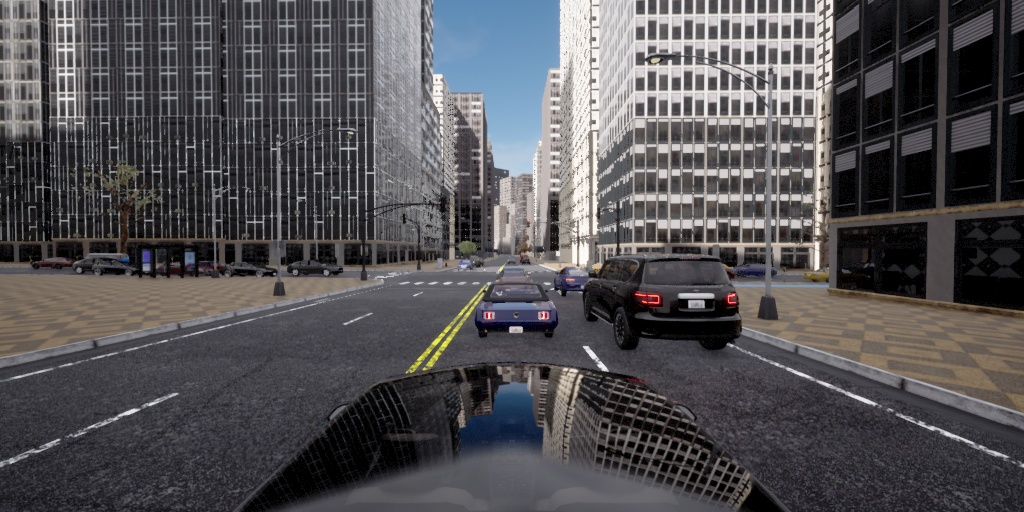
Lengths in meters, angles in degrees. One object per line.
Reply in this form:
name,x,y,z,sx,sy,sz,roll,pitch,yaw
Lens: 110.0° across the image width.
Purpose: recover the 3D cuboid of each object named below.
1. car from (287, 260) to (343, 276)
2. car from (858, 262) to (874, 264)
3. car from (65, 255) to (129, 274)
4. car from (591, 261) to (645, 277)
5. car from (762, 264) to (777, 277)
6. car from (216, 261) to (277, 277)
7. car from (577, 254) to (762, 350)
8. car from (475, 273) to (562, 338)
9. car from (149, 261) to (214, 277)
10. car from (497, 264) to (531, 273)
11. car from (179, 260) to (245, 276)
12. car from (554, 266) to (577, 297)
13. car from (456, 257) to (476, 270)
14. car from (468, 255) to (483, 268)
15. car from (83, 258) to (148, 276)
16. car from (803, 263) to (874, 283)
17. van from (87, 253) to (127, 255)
car,-18.472,1.108,33.765,4.892,1.490,1.837,1,1,1
car,35.658,1.382,36.105,4.553,1.767,2.097,0,1,1
car,-38.791,0.923,34.165,4.892,1.490,1.837,1,1,1
car,10.748,1.287,36.748,5.008,1.535,1.882,1,1,4
car,24.146,1.456,36.309,4.674,1.442,1.812,1,1,1
car,-22.762,1.174,31.142,4.313,1.339,1.948,0,0,1
car,3.343,0.968,9.204,2.150,2.045,5.566,0,0,0
car,0.093,1.347,10.166,1.895,1.301,4.718,0,0,0
car,-28.447,1.138,31.270,4.207,1.307,1.802,0,0,1
car,0.084,1.305,18.903,1.994,1.385,4.181,0,0,0
car,-28.353,1.114,33.958,4.718,1.301,1.895,1,1,1
car,3.332,1.267,18.896,1.812,1.442,4.674,0,0,0
car,-6.641,1.241,51.190,1.812,1.442,4.674,0,0,-2
car,-6.636,0.925,61.153,2.150,2.045,5.566,0,0,0
car,-34.127,1.069,31.437,4.313,1.339,1.948,0,0,1
car,27.612,1.579,30.471,4.829,1.417,1.751,0,0,1
van,-45.328,0.605,40.086,3.998,1.789,1.690,0,0,1
